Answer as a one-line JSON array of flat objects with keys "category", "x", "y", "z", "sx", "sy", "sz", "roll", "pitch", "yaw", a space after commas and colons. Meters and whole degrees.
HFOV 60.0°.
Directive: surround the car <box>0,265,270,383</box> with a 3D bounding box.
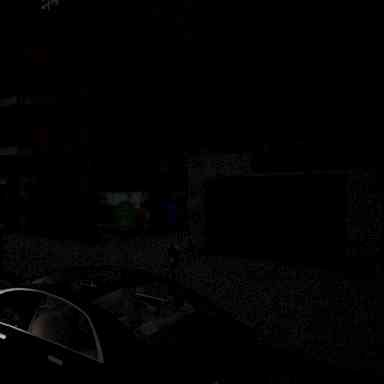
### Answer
[{"category": "car", "x": -1.339, "y": 1.551, "z": 3.803, "sx": 4.403, "sy": 1.369, "sz": 2.008, "roll": 0, "pitch": 0, "yaw": 36}]
